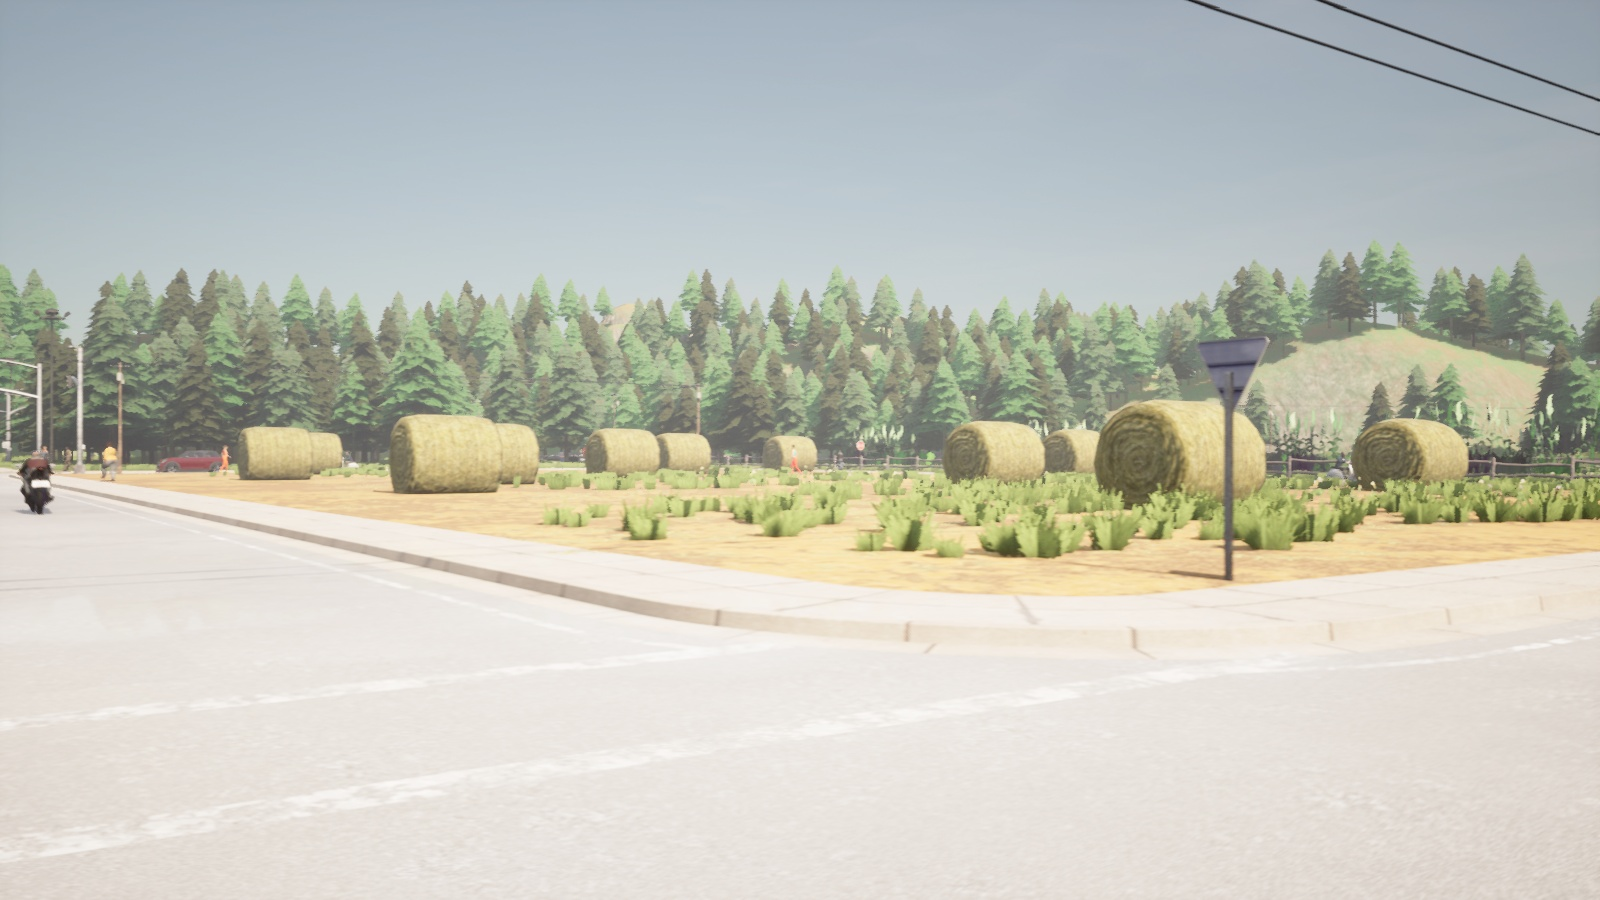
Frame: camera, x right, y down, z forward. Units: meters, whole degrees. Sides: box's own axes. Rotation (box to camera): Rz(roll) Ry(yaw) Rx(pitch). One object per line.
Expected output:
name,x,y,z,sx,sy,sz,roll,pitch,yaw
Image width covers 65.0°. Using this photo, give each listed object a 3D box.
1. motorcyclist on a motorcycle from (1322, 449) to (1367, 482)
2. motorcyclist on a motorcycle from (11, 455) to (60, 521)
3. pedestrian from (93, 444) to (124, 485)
motorcyclist on a motorcycle,26.295,0.747,60.672,0.866,1.590,1.817,0,0,-32
motorcyclist on a motorcycle,-18.651,0.902,30.609,0.866,1.530,2.191,0,0,-36
pedestrian,-31.335,0.644,56.898,0.900,1.855,0.874,0,0,32
